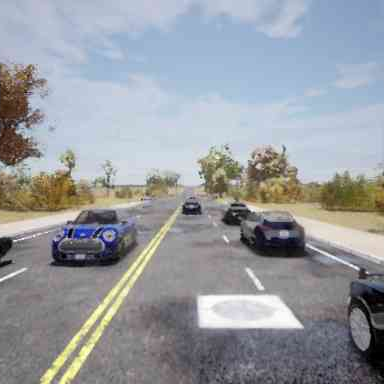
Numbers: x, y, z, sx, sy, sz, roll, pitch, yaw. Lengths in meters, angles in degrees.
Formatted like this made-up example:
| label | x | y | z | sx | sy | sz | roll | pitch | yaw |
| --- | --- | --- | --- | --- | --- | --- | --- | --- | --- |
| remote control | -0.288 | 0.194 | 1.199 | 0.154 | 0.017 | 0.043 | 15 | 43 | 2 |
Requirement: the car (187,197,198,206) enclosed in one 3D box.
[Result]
| label | x | y | z | sx | sy | sz | roll | pitch | yaw |
| --- | --- | --- | --- | --- | --- | --- | --- | --- | --- |
| car | 0.076 | 1.508 | 55.273 | 1.812 | 1.442 | 4.674 | 0 | 0 | 0 |

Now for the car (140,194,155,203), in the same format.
| label | x | y | z | sx | sy | sz | roll | pitch | yaw |
| --- | --- | --- | --- | --- | --- | --- | --- | --- | --- |
| car | -6.519 | 1.102 | 49.097 | 1.837 | 1.490 | 4.892 | 0 | 0 | 0 |

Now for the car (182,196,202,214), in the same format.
| label | x | y | z | sx | sy | sz | roll | pitch | yaw |
| --- | --- | --- | --- | --- | --- | --- | --- | --- | --- |
| car | -0.030 | 1.500 | 35.671 | 2.163 | 1.488 | 4.792 | 0 | 0 | 0 |

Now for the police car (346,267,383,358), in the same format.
| label | x | y | z | sx | sy | sz | roll | pitch | yaw |
| --- | --- | --- | --- | --- | --- | --- | --- | --- | --- |
| police car | 3.248 | 1.426 | 3.129 | 1.930 | 1.638 | 5.238 | 0 | 0 | 0 |

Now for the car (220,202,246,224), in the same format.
| label | x | y | z | sx | sy | sz | roll | pitch | yaw |
| --- | --- | --- | --- | --- | --- | --- | --- | --- | --- |
| car | 3.240 | 1.505 | 25.019 | 1.837 | 1.490 | 4.892 | 0 | 0 | 0 |

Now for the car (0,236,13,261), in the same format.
| label | x | y | z | sx | sy | sz | roll | pitch | yaw |
| --- | --- | --- | --- | --- | --- | --- | --- | --- | --- |
| car | -6.604 | 1.604 | 8.294 | 1.895 | 1.301 | 4.718 | 0 | 0 | 0 |

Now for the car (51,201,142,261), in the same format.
| label | x | y | z | sx | sy | sz | roll | pitch | yaw |
| --- | --- | --- | --- | --- | --- | --- | --- | --- | --- |
| car | -3.355 | 1.355 | 12.241 | 2.097 | 1.767 | 4.553 | 0 | 0 | 0 |

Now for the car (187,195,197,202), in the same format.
| label | x | y | z | sx | sy | sz | roll | pitch | yaw |
| --- | --- | --- | --- | --- | --- | --- | --- | --- | --- |
| car | -0.029 | 1.508 | 73.835 | 2.033 | 1.411 | 5.357 | 0 | 0 | 0 |

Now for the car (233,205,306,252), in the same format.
| label | x | y | z | sx | sy | sz | roll | pitch | yaw |
| --- | --- | --- | --- | --- | --- | --- | --- | --- | --- |
| car | 3.244 | 1.507 | 14.049 | 2.163 | 1.488 | 4.792 | 0 | 0 | 0 |
